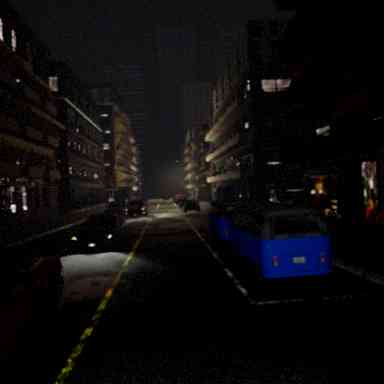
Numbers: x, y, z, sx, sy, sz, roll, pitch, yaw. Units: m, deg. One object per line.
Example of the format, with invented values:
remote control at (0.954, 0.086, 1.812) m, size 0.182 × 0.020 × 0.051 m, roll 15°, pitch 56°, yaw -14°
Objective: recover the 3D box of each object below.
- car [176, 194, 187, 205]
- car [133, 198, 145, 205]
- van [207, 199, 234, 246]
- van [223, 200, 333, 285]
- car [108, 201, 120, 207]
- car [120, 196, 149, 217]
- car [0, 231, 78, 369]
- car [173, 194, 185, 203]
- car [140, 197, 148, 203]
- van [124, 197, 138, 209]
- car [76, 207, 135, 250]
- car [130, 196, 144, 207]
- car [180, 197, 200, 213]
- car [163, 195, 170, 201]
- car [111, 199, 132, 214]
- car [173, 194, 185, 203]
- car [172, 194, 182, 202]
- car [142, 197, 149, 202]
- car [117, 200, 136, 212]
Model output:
car at (-0.958, 1.506, 48.253) m, size 1.752 × 1.417 × 4.829 m, roll -3°, pitch 0°, yaw -5°
car at (-11.070, 1.976, 69.787) m, size 2.008 × 1.369 × 4.403 m, roll -3°, pitch 0°, yaw -5°
van at (1.704, 1.241, 14.576) m, size 1.690 × 1.788 × 3.998 m, roll -3°, pitch 0°, yaw -5°
van at (2.147, 1.228, 8.991) m, size 1.690 × 1.788 × 3.998 m, roll -3°, pitch 0°, yaw -5°
car at (-8.369, 1.924, 36.283) m, size 1.802 × 1.307 × 4.206 m, roll -3°, pitch 0°, yaw -5°
car at (-5.536, 1.564, 33.396) m, size 2.097 × 1.767 × 4.553 m, roll -3°, pitch 0°, yaw -4°
car at (-3.305, 1.673, 5.025) m, size 1.812 × 1.442 × 4.674 m, roll -3°, pitch 0°, yaw -6°
car at (-1.844, 1.322, 59.252) m, size 2.192 × 1.841 × 5.009 m, roll -3°, pitch 0°, yaw -5°
car at (-12.391, 2.049, 86.540) m, size 1.802 × 1.307 × 4.206 m, roll -3°, pitch 0°, yaw -5°
van at (-9.713, 1.724, 53.035) m, size 1.690 × 1.788 × 3.998 m, roll -3°, pitch 0°, yaw -5°
car at (-4.172, 1.720, 15.783) m, size 2.033 × 1.411 × 5.357 m, roll -3°, pitch 0°, yaw -5°
car at (-10.624, 1.726, 64.202) m, size 2.192 × 1.841 × 5.009 m, roll -3°, pitch 0°, yaw -5°
car at (-0.055, 1.535, 36.915) m, size 1.802 × 1.307 × 4.206 m, roll -3°, pitch 0°, yaw -5°
car at (-7.177, 1.680, 92.745) m, size 1.882 × 1.535 × 5.008 m, roll -3°, pitch 0°, yaw -5°
car at (-8.821, 1.796, 41.867) m, size 1.967 × 1.590 × 4.097 m, roll -3°, pitch 0°, yaw -5°
car at (-2.730, 1.350, 70.421) m, size 2.192 × 1.841 × 5.009 m, roll -3°, pitch 0°, yaw -5°
car at (-3.616, 1.378, 81.590) m, size 2.192 × 1.841 × 5.009 m, roll -3°, pitch 0°, yaw -5°
car at (-12.834, 2.063, 92.125) m, size 1.802 × 1.307 × 4.206 m, roll -3°, pitch 0°, yaw -5°
car at (-9.257, 1.920, 47.451) m, size 2.008 × 1.369 × 4.403 m, roll -3°, pitch 0°, yaw -5°
